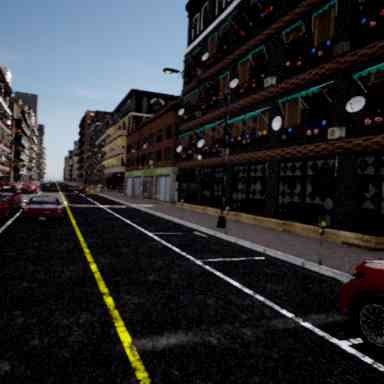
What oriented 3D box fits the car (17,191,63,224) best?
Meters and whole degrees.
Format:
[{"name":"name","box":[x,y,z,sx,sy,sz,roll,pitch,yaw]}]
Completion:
[{"name":"car","box":[-7.881,0.881,17.725,1.895,1.301,4.718,3,1,-22]}]

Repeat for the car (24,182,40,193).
[{"name":"car","box":[-25.113,-0.781,52.454,1.967,1.590,4.097,3,1,-22]}]

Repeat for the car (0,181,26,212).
[{"name":"car","box":[-12.213,0.310,21.212,2.192,1.841,5.009,3,1,-22]}]

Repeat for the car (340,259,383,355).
[{"name":"car","box":[4.120,1.463,3.588,2.192,1.841,5.009,3,1,-22]}]

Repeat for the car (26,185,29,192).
[{"name":"car","box":[-14.377,0.374,26.423,1.802,1.307,4.206,3,1,-22]}]

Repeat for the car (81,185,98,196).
[{"name":"car","box":[-15.297,-0.153,50.608,1.752,1.417,4.829,3,1,-22]}]

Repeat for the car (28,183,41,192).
[{"name":"car","box":[-27.268,-0.880,57.663,1.887,1.381,4.507,3,1,-22]}]

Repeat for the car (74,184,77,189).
[{"name":"car","box":[-28.126,-1.341,81.691,2.008,1.369,4.403,3,1,-22]}]

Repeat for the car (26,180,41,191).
[{"name":"car","box":[-22.957,-0.703,47.246,2.192,1.841,5.009,3,1,-22]}]

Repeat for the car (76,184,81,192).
[{"name":"car","box":[-19.531,-0.534,60.865,1.887,1.381,4.507,3,1,-22]}]

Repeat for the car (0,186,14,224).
[{"name":"car","box":[-10.072,0.636,16.007,1.967,1.590,4.097,3,1,-22]}]
